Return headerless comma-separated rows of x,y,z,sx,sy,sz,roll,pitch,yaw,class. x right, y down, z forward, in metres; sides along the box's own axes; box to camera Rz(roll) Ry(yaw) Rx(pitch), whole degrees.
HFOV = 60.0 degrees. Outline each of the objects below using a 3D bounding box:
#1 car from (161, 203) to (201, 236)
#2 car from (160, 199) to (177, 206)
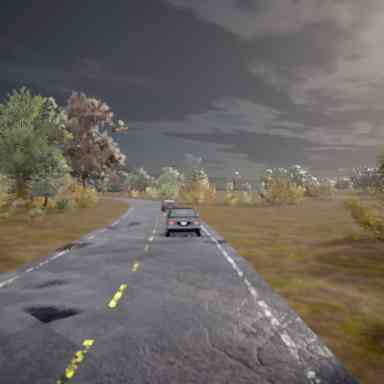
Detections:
-0.556,1.558,18.465,2.033,1.411,5.357,0,0,-4,car
-2.812,1.550,40.508,1.812,1.442,4.674,0,0,-8,car
